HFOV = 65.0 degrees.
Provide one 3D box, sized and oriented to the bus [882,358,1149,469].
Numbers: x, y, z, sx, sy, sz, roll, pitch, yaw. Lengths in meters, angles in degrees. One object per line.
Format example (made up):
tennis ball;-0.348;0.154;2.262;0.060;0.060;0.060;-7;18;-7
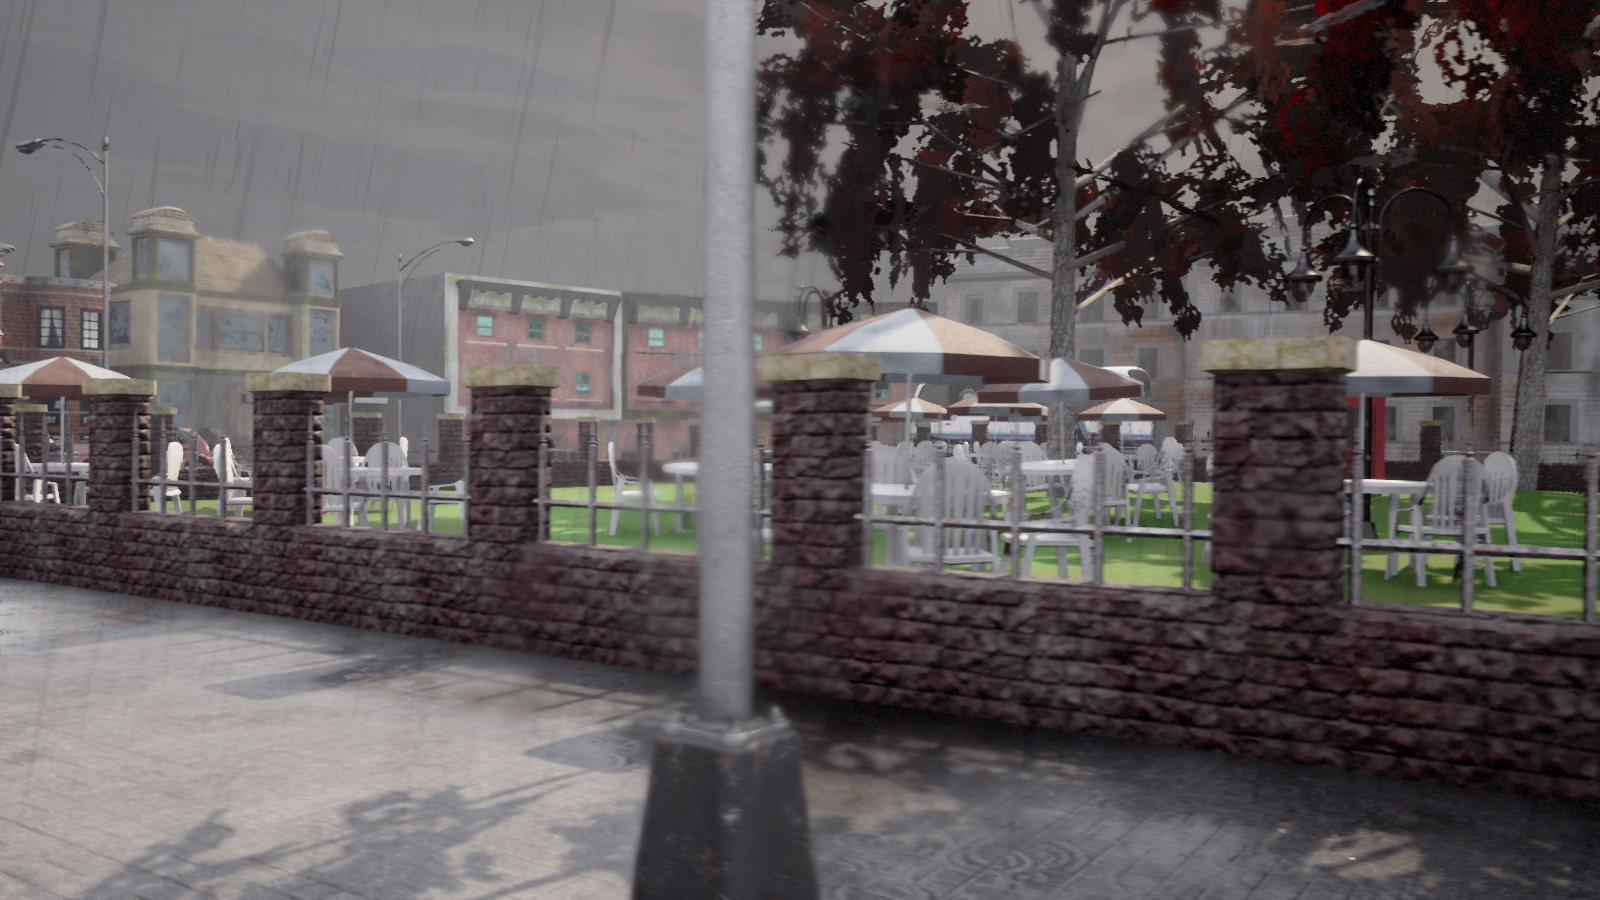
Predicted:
bus;8.902;-1.410;52.572;10.273;4.253;3.944;0;1;33

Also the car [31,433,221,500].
car;-17.629;0.389;33.003;1.851;1.617;3.988;0;1;34
